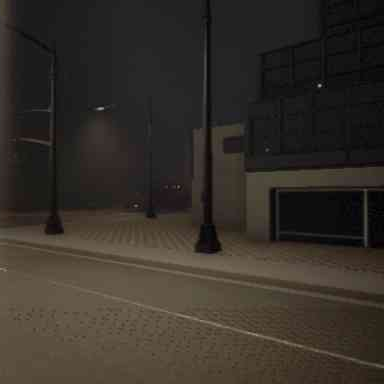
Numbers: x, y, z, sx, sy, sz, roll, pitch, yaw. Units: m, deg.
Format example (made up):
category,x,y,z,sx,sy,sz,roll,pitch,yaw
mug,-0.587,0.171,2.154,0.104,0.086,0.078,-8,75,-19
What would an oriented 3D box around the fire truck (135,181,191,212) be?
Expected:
category,x,y,z,sx,sy,sz,roll,pitch,yaw
fire truck,-3.655,0.584,44.273,2.891,3.827,8.468,0,0,36
